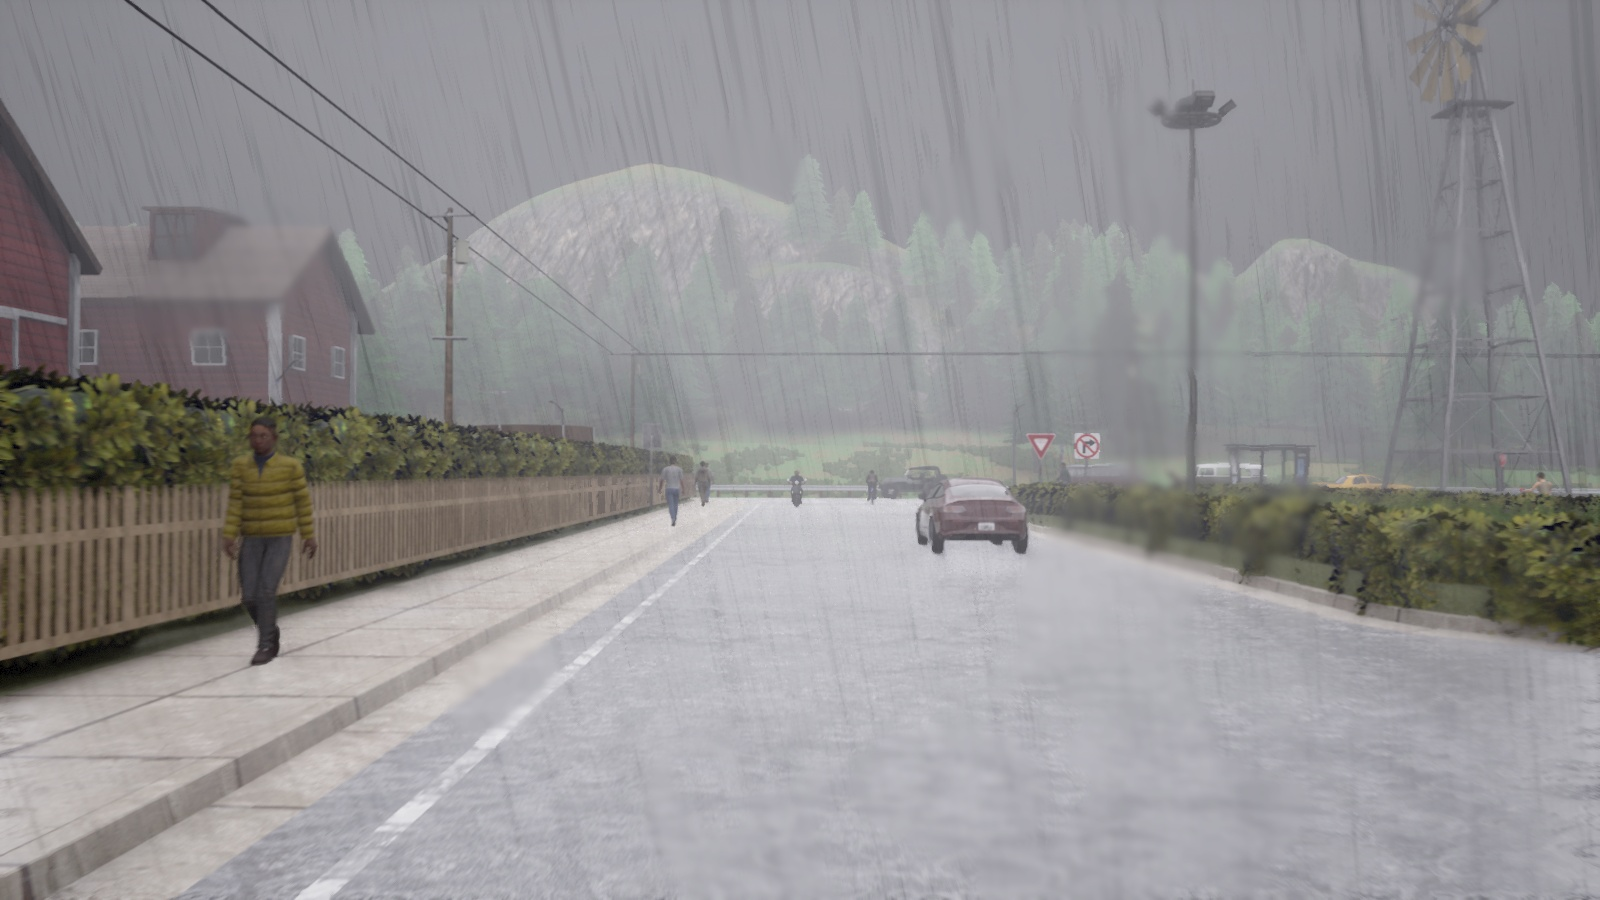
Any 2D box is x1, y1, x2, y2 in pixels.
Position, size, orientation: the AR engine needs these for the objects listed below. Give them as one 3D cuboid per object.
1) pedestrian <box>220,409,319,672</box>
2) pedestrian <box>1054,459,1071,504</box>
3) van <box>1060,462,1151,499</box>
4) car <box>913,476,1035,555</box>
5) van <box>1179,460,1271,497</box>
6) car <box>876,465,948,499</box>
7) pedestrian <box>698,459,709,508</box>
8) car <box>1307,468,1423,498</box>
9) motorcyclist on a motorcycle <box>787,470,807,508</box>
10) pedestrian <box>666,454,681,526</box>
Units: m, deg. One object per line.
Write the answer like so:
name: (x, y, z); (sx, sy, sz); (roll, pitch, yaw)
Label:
pedestrian: (-3.857, 0.639, 9.162); (0.431, 1.840, 0.709); (0, -1, -1)
pedestrian: (10.830, 1.295, 51.808); (0.614, 1.847, 0.353); (0, -1, -2)
van: (16.381, 1.630, 67.375); (4.442, 1.987, 1.775); (0, -1, 0)
car: (3.439, 1.255, 25.593); (1.812, 1.442, 4.674); (0, -1, 0)
van: (23.940, 1.629, 70.853); (4.480, 2.038, 2.069); (0, -1, 0)
car: (6.287, 1.773, 70.901); (3.866, 1.878, 1.905); (0, -1, 0)
pedestrian: (-3.807, 1.316, 49.639); (0.396, 1.930, 0.692); (0, -1, -7)
car: (30.260, 1.761, 67.333); (5.366, 1.575, 1.801); (0, -1, 0)
motorcyclist on a motorcycle: (-0.128, 1.667, 53.669); (0.866, 1.590, 1.817); (0, -1, 0)
pedestrian: (-3.245, 1.023, 32.276); (0.354, 1.836, 0.706); (0, -1, -7)
